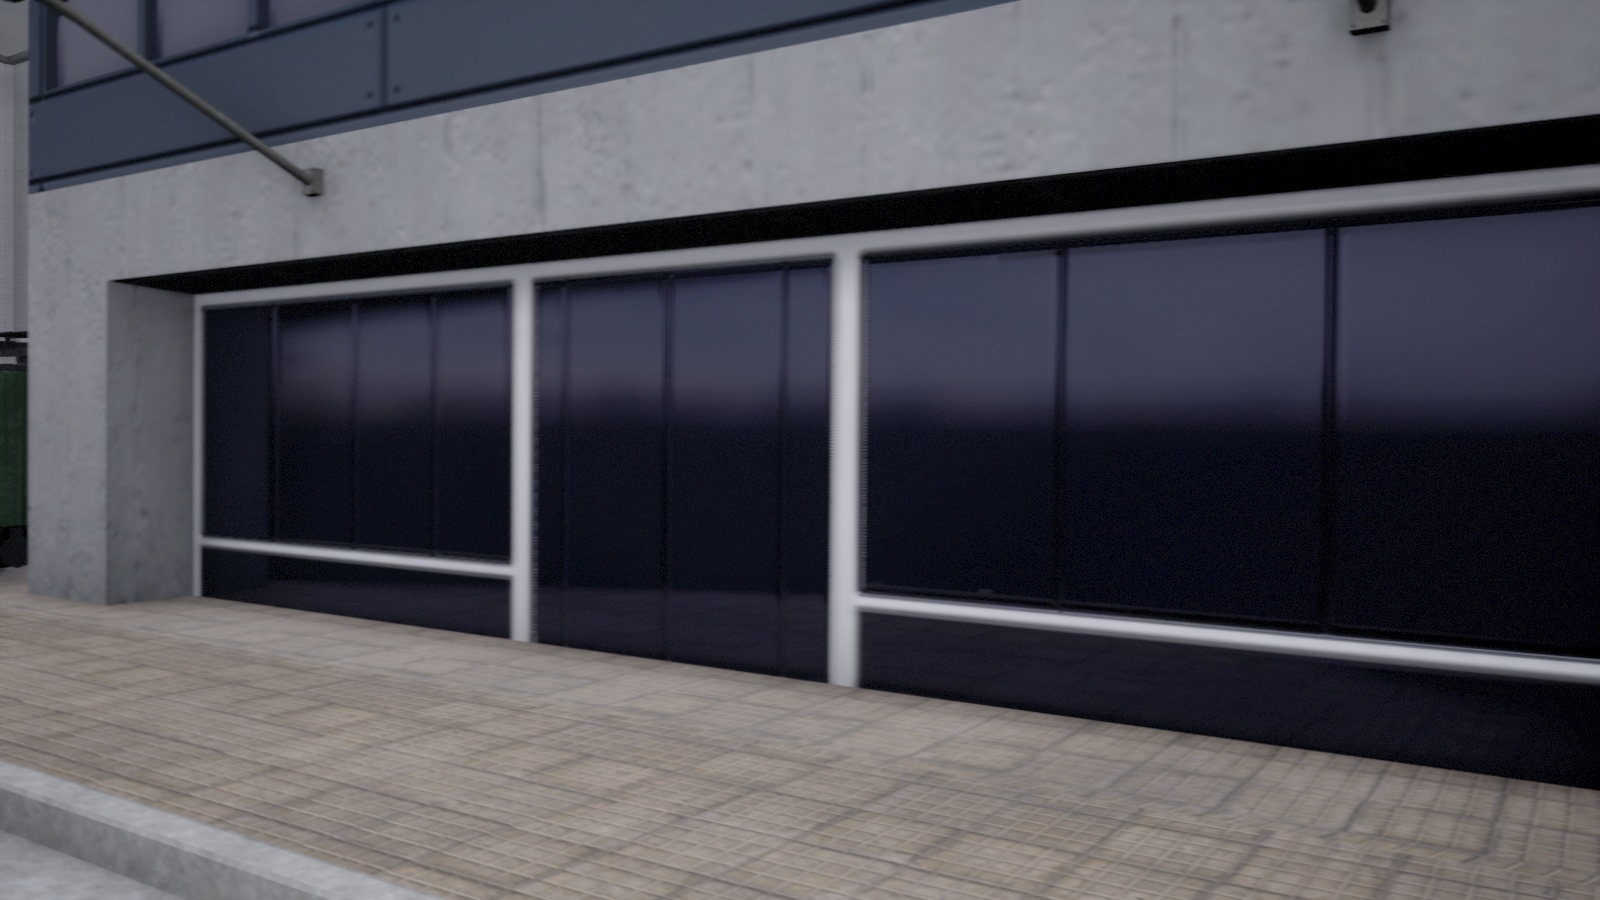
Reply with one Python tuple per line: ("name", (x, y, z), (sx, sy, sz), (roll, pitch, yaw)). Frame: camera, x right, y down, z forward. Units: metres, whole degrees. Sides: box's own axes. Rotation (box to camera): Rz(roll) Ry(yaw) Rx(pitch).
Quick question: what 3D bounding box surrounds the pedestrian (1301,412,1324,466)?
("pedestrian", (18.459, -0.392, 45.227), (0.692, 1.930, 0.395), (0, 1, 32))
